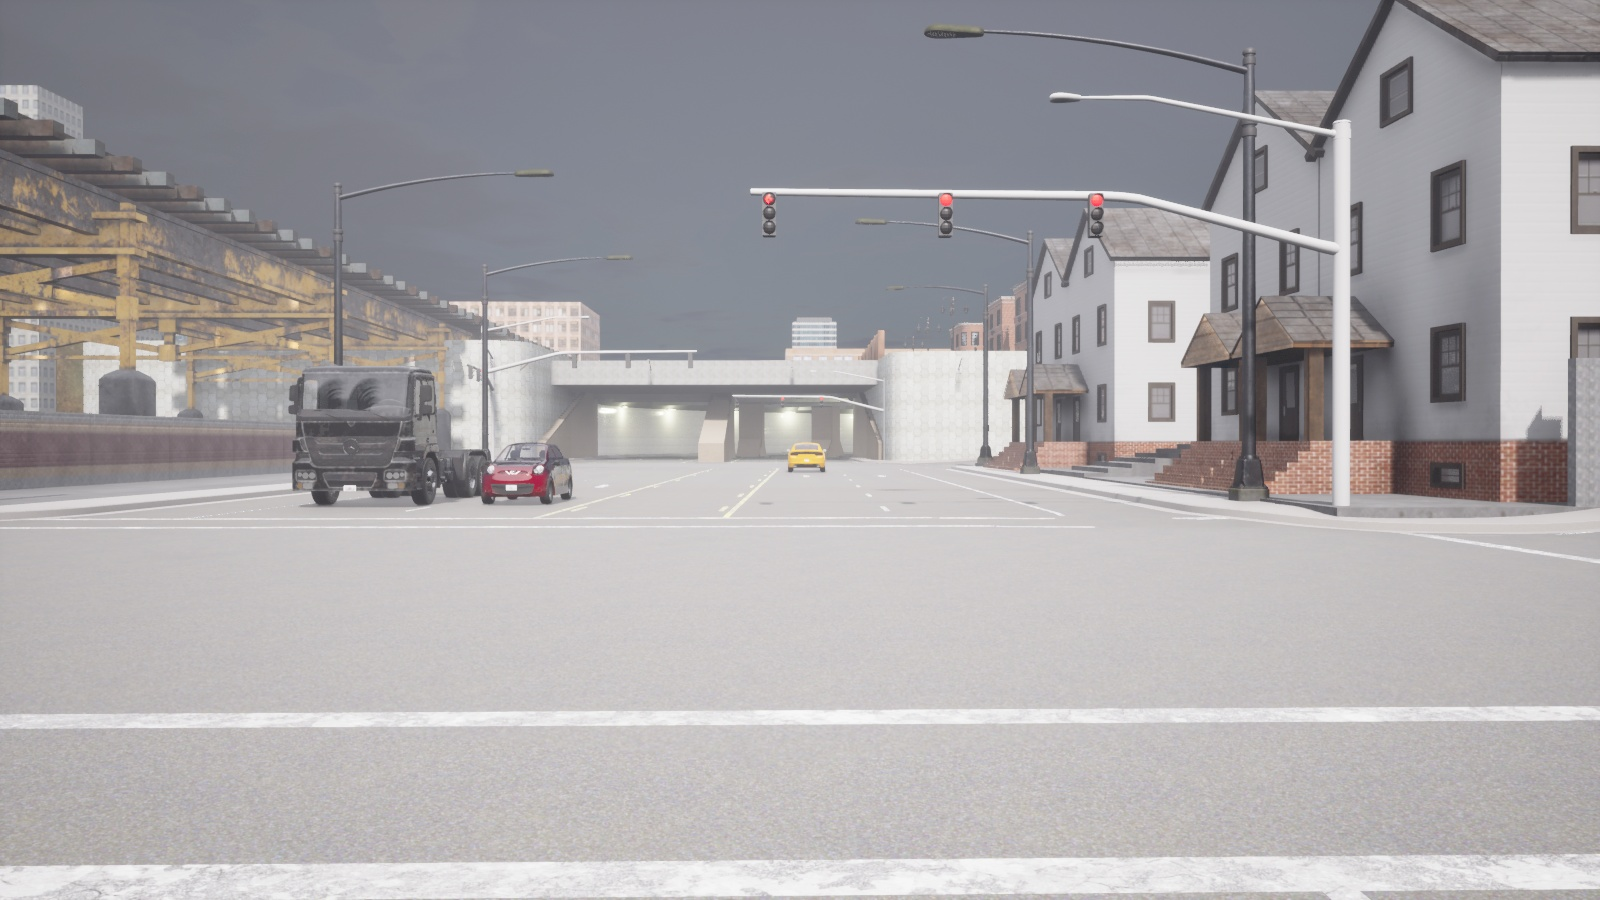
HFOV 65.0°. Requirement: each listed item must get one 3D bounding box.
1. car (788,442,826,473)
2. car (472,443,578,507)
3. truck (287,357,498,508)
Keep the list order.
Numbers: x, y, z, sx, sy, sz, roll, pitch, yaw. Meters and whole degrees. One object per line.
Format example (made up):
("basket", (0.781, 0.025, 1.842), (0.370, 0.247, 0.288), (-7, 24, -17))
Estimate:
("car", (0.343, 0.357, 65.105), (1.882, 1.535, 5.008), (0, 0, 0))
("car", (-6.827, 0.577, 31.538), (1.845, 1.501, 3.633), (0, 0, 0))
("truck", (-10.319, -0.429, 32.822), (2.891, 3.462, 7.936), (0, 0, 0))
